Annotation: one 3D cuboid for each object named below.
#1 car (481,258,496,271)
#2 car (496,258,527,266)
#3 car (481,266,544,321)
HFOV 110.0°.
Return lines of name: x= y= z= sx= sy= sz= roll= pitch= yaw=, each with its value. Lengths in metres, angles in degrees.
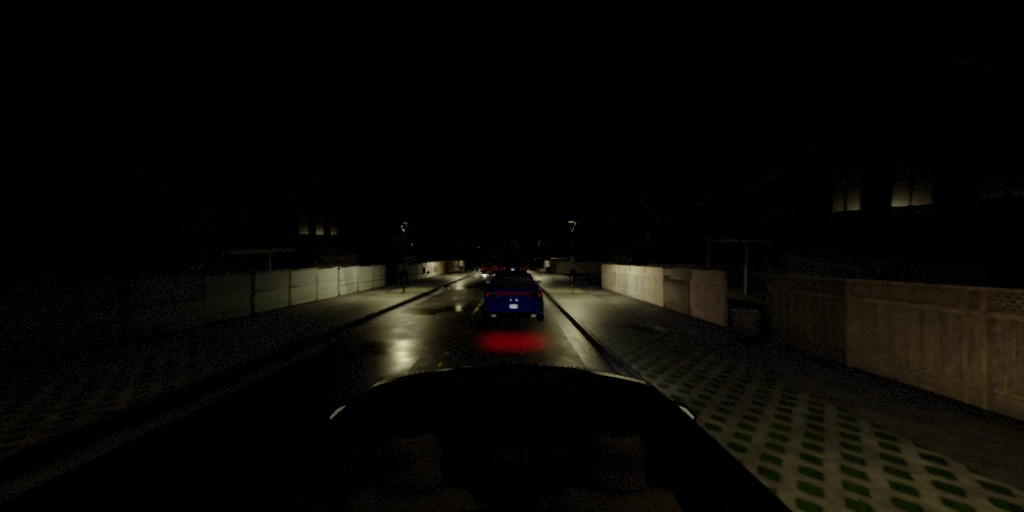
car: x=-2.864 y=1.288 z=48.371 sx=2.150 sy=2.045 sz=5.566 roll=0 pitch=-1 yaw=0
car: x=0.066 y=1.178 z=30.721 sx=2.150 sy=2.045 sz=5.566 roll=0 pitch=-1 yaw=0
car: x=0.061 y=1.301 z=12.803 sx=1.882 sy=1.535 sz=5.008 roll=0 pitch=0 yaw=0
